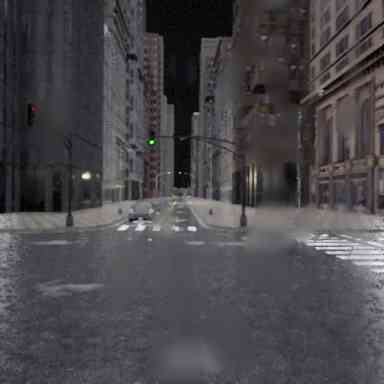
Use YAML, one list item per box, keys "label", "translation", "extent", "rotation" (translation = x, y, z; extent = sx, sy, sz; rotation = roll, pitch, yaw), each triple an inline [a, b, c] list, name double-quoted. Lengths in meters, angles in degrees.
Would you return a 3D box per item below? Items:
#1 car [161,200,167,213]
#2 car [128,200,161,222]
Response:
- label: "car"
  translation: [-4.516, 1.824, 40.890]
  extent: [2.033, 1.411, 5.357]
  rotation: [0, 0, -2]
- label: "car"
  translation: [-4.068, 1.534, 28.166]
  extent: [2.097, 1.767, 4.553]
  rotation: [0, 0, -2]
